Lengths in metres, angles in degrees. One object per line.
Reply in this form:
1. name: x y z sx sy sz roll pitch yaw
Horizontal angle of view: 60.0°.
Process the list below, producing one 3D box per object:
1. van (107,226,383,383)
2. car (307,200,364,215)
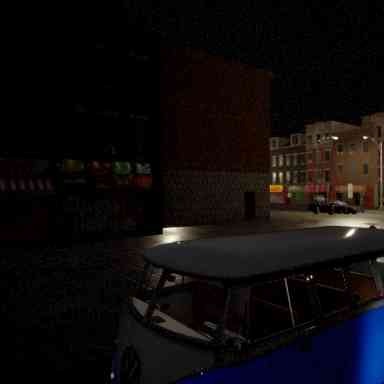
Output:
1. van: 1.124 1.341 3.624 3.998 1.788 1.690 0 0 -36
2. car: 14.334 1.550 33.579 2.033 1.411 5.357 0 0 -35
